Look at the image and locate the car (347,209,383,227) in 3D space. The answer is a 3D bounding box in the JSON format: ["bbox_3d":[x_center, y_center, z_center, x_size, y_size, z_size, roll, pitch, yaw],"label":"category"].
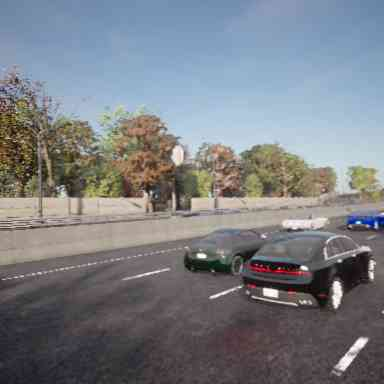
[{"bbox_3d":[13.390,2.034,25.421,1.882,1.535,5.008,-4,-3,41],"label":"car"}]

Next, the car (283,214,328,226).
[{"bbox_3d":[8.807,2.310,25.471,1.895,1.301,4.718,-4,-3,41],"label":"car"}]

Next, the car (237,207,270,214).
[{"bbox_3d":[8.056,2.682,40.871,2.097,1.767,4.553,-4,-3,41],"label":"car"}]

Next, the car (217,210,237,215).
[{"bbox_3d":[5.678,3.073,43.444,1.994,1.385,4.181,-4,-3,41],"label":"car"}]

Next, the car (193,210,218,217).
[{"bbox_3d":[3.015,3.232,45.712,2.033,1.411,5.357,-4,-3,41],"label":"car"}]

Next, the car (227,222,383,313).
[{"bbox_3d":[3.122,1.740,8.331,1.837,1.490,4.892,-4,-3,41],"label":"car"}]

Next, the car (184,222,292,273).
[{"bbox_3d":[1.620,1.987,11.919,1.994,1.385,4.181,-4,-3,41],"label":"car"}]

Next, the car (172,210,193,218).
[{"bbox_3d":[-0.774,3.339,46.682,2.128,1.511,4.902,-4,-3,41],"label":"car"}]

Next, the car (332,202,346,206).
[{"bbox_3d":[33.155,3.009,74.845,2.097,1.767,4.553,-4,-3,41],"label":"car"}]
